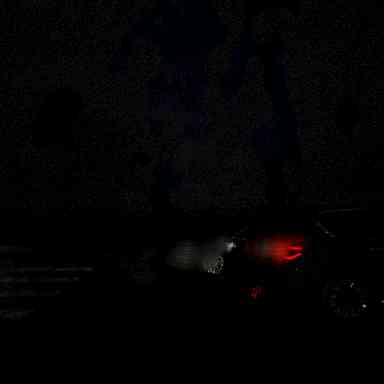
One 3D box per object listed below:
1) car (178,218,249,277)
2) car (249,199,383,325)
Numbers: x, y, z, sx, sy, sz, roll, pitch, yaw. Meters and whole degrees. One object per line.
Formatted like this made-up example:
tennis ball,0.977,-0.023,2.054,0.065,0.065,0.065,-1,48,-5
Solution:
car,2.051,1.457,9.512,4.892,1.490,1.837,-1,0,1
car,4.130,1.170,6.503,5.566,2.045,2.150,-1,0,1
